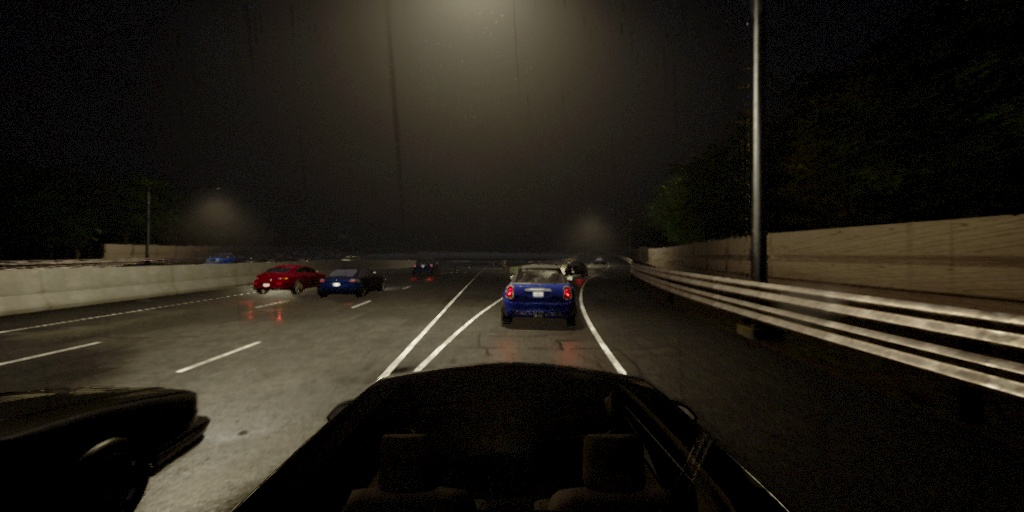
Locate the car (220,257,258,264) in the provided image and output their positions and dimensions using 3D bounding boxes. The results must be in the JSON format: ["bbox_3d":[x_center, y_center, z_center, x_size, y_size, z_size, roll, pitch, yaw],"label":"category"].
[{"bbox_3d":[-30.059,1.141,41.098,2.033,1.411,5.357,0,0,-2],"label":"car"}]

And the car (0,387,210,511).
[{"bbox_3d":[-3.621,1.287,0.783,2.033,1.411,5.357,0,0,-3],"label":"car"}]

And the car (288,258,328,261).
[{"bbox_3d":[-23.076,1.176,41.456,2.033,1.411,5.357,0,0,-2],"label":"car"}]

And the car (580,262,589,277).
[{"bbox_3d":[6.276,1.265,34.882,1.812,1.442,4.674,0,0,18],"label":"car"}]

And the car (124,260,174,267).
[{"bbox_3d":[-37.778,1.117,37.374,1.895,1.301,4.718,1,0,-16],"label":"car"}]

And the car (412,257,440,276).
[{"bbox_3d":[-8.652,1.019,36.570,2.097,1.767,4.553,0,0,-3],"label":"car"}]

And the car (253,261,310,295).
[{"bbox_3d":[-11.329,1.157,18.694,1.812,1.442,4.674,0,0,-2],"label":"car"}]

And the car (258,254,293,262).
[{"bbox_3d":[-26.577,0.964,41.577,2.097,1.767,4.553,0,0,-2],"label":"car"}]

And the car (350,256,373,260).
[{"bbox_3d":[-23.768,1.139,57.965,2.097,1.767,4.553,0,-1,-2],"label":"car"}]

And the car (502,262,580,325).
[{"bbox_3d":[0.961,1.061,11.882,2.097,1.767,4.553,0,0,7],"label":"car"}]

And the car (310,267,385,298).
[{"bbox_3d":[-7.796,1.215,17.754,1.994,1.385,4.181,0,0,-3],"label":"car"}]
